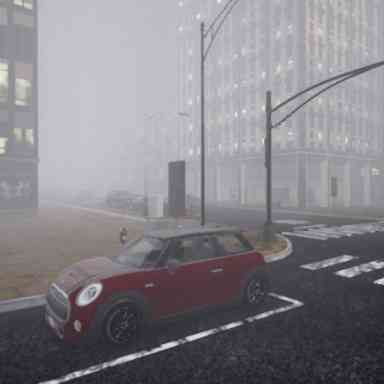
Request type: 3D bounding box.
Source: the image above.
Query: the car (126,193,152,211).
[{"bbox_3d":[-3.941,1.066,29.568,1.802,1.307,4.206,1,0,-36],"label":"car"}]

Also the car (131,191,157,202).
[{"bbox_3d":[-7.010,0.648,48.234,1.752,1.417,4.829,1,1,-36],"label":"car"}]

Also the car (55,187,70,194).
[{"bbox_3d":[-32.899,-0.412,84.349,2.192,1.841,5.009,1,1,-36],"label":"car"}]

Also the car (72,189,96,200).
[{"bbox_3d":[-16.637,0.388,51.869,2.097,1.767,4.553,0,1,-36],"label":"car"}]

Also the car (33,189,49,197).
[{"bbox_3d":[-29.923,0.174,65.810,1.887,1.381,4.507,1,0,-36],"label":"car"}]

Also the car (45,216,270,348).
[{"bbox_3d":[-0.499,1.432,6.207,4.097,1.590,1.967,0,0,-36],"label":"car"}]

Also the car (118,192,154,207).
[{"bbox_3d":[-6.382,0.801,37.403,1.882,1.535,5.008,0,1,-36],"label":"car"}]

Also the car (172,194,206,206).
[{"bbox_3d":[-0.414,0.922,39.031,1.802,1.307,4.206,1,1,-36],"label":"car"}]

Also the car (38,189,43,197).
[{"bbox_3d":[-26.675,0.287,61.280,2.008,1.369,4.403,1,0,-36],"label":"car"}]

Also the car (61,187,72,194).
[{"bbox_3d":[-29.655,-0.076,79.819,1.887,1.381,4.507,1,1,-36],"label":"car"}]

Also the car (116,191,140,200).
[{"bbox_3d":[-10.161,0.585,52.628,1.947,1.339,4.313,1,1,-36],"label":"car"}]

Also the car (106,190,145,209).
[{"bbox_3d":[-7.183,0.692,34.097,2.192,1.841,5.009,1,0,-36],"label":"car"}]

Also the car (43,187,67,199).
[{"bbox_3d":[-23.427,0.388,56.749,1.887,1.381,4.507,1,0,-36],"label":"car"}]

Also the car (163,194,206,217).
[{"bbox_3d":[-0.690,1.031,25.038,1.967,1.590,4.097,1,0,-36],"label":"car"}]
